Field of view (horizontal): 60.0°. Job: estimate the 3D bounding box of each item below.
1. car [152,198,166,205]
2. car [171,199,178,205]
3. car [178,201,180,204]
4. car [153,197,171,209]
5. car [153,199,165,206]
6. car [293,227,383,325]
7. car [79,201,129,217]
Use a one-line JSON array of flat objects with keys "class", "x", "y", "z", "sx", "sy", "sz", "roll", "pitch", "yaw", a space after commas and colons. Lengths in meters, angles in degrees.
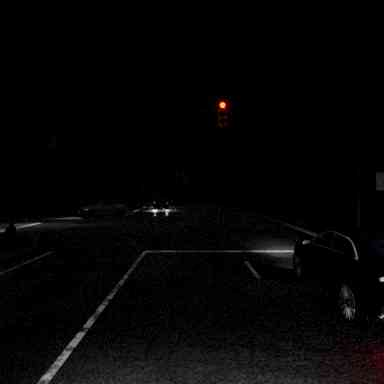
[{"class": "car", "x": -8.317, "y": 2.345, "z": 83.152, "sx": 1.882, "sy": 1.535, "sz": 5.008, "roll": 0, "pitch": -1, "yaw": -25}, {"class": "car", "x": -5.145, "y": 2.214, "z": 74.202, "sx": 1.994, "sy": 1.385, "sz": 4.181, "roll": 0, "pitch": -1, "yaw": -19}, {"class": "car", "x": -4.690, "y": 2.441, "z": 83.542, "sx": 1.895, "sy": 1.301, "sz": 4.718, "roll": 0, "pitch": -1, "yaw": -22}, {"class": "car", "x": -4.276, "y": 1.462, "z": 46.126, "sx": 2.097, "sy": 1.767, "sz": 4.553, "roll": 0, "pitch": -1, "yaw": -4}, {"class": "car", "x": -6.262, "y": 2.029, "z": 63.122, "sx": 1.895, "sy": 1.301, "sz": 4.718, "roll": 0, "pitch": -1, "yaw": -10}, {"class": "car", "x": 3.586, "y": 1.492, "z": 7.072, "sx": 2.128, "sy": 1.511, "sz": 4.902, "roll": 0, "pitch": 0, "yaw": 1}, {"class": "car", "x": -8.221, "y": 1.542, "z": 31.272, "sx": 4.674, "sy": 1.442, "sz": 1.812, "roll": 0, "pitch": 1, "yaw": -37}]
